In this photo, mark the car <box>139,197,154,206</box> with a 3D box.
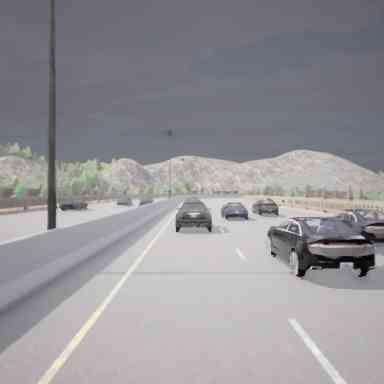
[{"bbox_3d":[-7.065,1.507,52.352,1.837,1.490,4.892,0,0,1],"label":"car"}]

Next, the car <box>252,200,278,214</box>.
[{"bbox_3d":[7.096,1.493,32.543,2.128,1.511,4.902,0,0,0],"label":"car"}]

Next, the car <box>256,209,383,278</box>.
[{"bbox_3d":[3.599,1.492,10.168,2.128,1.511,4.902,0,0,0],"label":"car"}]

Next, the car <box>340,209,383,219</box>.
[{"bbox_3d":[7.099,1.492,14.293,2.128,1.511,4.902,0,0,0],"label":"car"}]

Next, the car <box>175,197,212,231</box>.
[{"bbox_3d":[0.098,1.353,20.634,2.097,1.767,4.553,0,0,0],"label":"car"}]

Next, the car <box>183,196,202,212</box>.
[{"bbox_3d":[0.096,1.353,38.608,2.097,1.767,4.553,0,0,0],"label":"car"}]

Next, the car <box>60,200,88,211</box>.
[{"bbox_3d":[-14.092,1.603,40.025,1.895,1.301,4.718,0,0,0],"label":"car"}]

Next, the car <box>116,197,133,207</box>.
[{"bbox_3d":[-10.565,1.507,52.351,1.837,1.490,4.892,0,0,1],"label":"car"}]

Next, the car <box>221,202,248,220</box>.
[{"bbox_3d":[3.597,1.565,28.632,1.994,1.385,4.181,0,0,0],"label":"car"}]
